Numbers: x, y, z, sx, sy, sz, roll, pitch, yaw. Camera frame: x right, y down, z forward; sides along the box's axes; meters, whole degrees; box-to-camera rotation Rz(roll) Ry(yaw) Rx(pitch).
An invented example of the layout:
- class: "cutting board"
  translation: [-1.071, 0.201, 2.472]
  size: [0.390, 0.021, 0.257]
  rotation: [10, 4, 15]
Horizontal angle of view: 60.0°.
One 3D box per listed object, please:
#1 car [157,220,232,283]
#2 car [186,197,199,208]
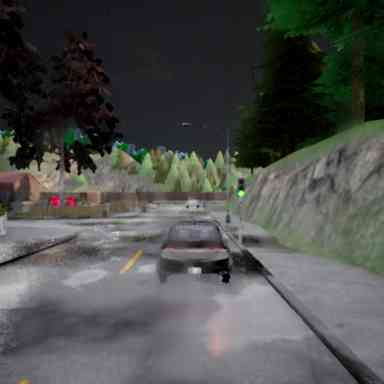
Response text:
- class: "car"
  translation: [0.074, 1.597, 9.972]
  size: [2.128, 1.511, 4.902]
  rotation: [0, -1, 0]
- class: "car"
  translation: [0.121, 1.870, 61.469]
  size: [2.150, 2.045, 5.566]
  rotation: [0, -1, 0]
